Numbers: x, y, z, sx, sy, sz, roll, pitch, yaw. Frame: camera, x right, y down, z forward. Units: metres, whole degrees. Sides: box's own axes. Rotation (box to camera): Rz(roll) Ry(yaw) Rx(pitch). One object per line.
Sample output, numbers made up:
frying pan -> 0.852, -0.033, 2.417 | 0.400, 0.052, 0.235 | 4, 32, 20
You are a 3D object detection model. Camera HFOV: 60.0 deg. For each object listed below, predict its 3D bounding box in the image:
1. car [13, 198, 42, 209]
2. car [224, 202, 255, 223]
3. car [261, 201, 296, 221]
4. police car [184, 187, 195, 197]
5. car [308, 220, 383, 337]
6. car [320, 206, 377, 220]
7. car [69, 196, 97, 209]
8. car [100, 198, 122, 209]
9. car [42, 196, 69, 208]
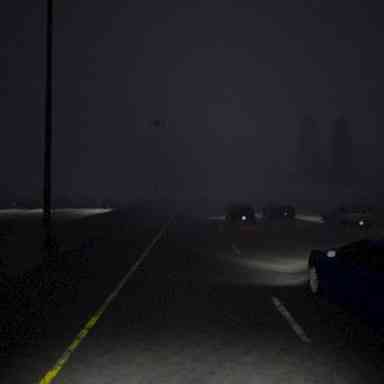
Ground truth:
car -> -21.023, 1.425, 42.884 | 1.895, 1.301, 4.718 | 0, 1, 0
car -> 3.630, 1.525, 25.636 | 1.837, 1.490, 4.892 | 0, 1, 0
car -> 7.133, 1.487, 27.852 | 1.882, 1.535, 5.008 | 0, 1, 0
police car -> -0.941, 0.350, 84.116 | 1.930, 1.638, 5.238 | 0, 2, 0
car -> 3.609, 1.512, 5.726 | 1.882, 1.535, 5.008 | 0, 0, 0
car -> 10.626, 1.640, 23.041 | 1.895, 1.301, 4.718 | 0, 0, 0
car -> -14.017, 1.299, 43.761 | 1.882, 1.535, 5.008 | 0, 0, 0
car -> -10.523, 1.430, 43.573 | 1.895, 1.301, 4.718 | 0, 1, 0
car -> -17.516, 1.303, 44.277 | 2.128, 1.511, 4.902 | 0, 1, 0
